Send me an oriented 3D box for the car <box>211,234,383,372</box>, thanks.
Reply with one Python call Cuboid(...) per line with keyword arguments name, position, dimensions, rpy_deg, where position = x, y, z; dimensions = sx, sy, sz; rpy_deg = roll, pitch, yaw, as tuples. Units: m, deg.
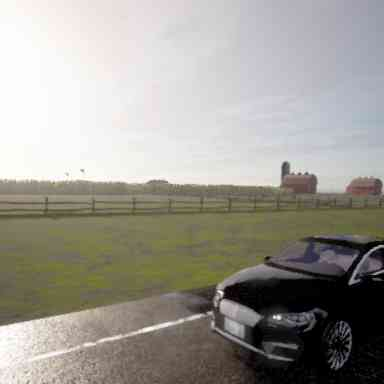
Cuboid(name="car", position=(2.541, 1.549, 5.812), dimensions=(4.902, 1.511, 2.128), rpy_deg=(1, 0, -36))
